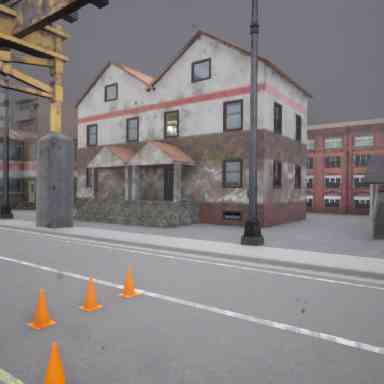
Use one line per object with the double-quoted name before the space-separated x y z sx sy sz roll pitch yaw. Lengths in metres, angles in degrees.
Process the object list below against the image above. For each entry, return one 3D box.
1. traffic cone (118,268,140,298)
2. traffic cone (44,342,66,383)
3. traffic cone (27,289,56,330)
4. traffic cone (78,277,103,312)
"traffic cone" -1.375 1.949 7.251 0.340 0.580 0.340 0 0 36
"traffic cone" -1.509 1.952 3.648 0.340 0.580 0.340 0 0 36
"traffic cone" -2.546 1.949 5.630 0.340 0.580 0.340 0 0 36
"traffic cone" -1.960 1.949 6.441 0.340 0.580 0.340 0 0 36
